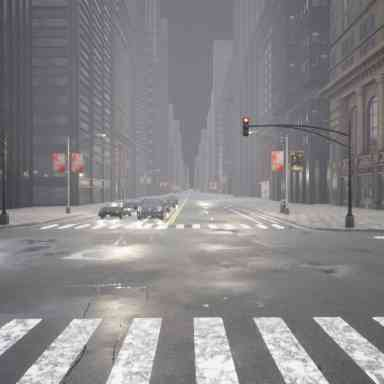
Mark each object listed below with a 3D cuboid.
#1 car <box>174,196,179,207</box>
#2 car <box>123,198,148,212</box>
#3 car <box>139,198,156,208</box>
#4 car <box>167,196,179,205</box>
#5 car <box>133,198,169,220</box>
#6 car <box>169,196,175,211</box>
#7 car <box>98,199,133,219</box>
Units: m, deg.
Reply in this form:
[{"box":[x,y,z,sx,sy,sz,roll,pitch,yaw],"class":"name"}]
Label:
[{"box":[-3.339,1.529,47.464,1.994,1.385,4.181,0,0,0],"class":"car"},{"box":[-6.584,1.521,39.446,2.033,1.411,5.357,0,0,0],"class":"car"},{"box":[-6.585,1.563,49.532,1.895,1.301,4.718,0,0,0],"class":"car"},{"box":[-3.297,1.454,57.838,1.837,1.490,4.892,0,0,0],"class":"car"},{"box":[-3.338,1.336,28.091,2.097,1.767,4.553,0,0,0],"class":"car"},{"box":[-3.336,1.523,37.565,2.033,1.411,5.357,0,0,0],"class":"car"},{"box":[-6.563,1.531,29.348,2.033,1.411,5.357,0,0,4],"class":"car"}]
